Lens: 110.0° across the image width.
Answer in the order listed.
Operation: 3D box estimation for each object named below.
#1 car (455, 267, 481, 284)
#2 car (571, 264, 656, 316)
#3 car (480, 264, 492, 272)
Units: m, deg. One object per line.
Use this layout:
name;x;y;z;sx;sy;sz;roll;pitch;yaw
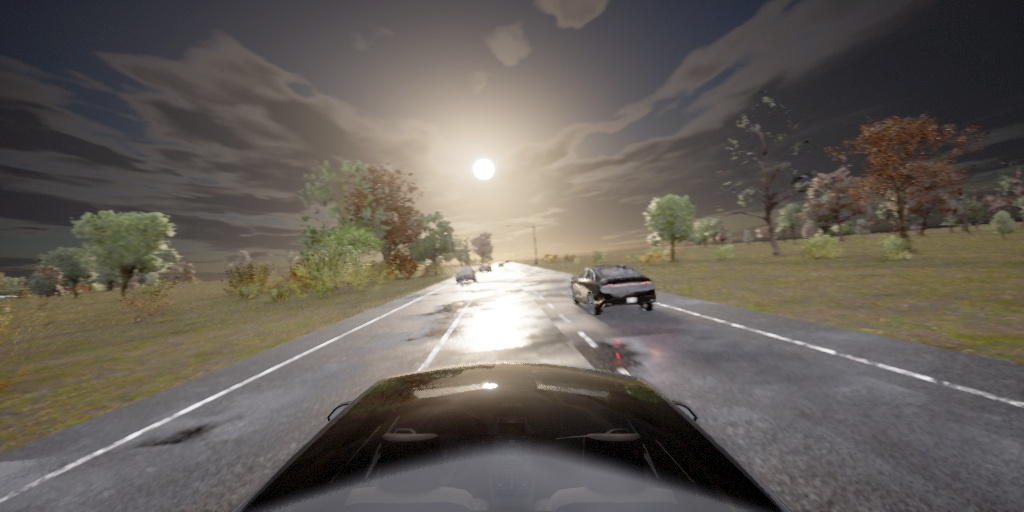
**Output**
car;-4.426;1.908;35.229;1.812;1.442;4.674;-5;0;-2
car;3.277;1.051;12.494;2.128;1.511;4.902;-5;0;-2
car;-4.612;2.123;62.166;2.128;1.511;4.902;-5;0;3
